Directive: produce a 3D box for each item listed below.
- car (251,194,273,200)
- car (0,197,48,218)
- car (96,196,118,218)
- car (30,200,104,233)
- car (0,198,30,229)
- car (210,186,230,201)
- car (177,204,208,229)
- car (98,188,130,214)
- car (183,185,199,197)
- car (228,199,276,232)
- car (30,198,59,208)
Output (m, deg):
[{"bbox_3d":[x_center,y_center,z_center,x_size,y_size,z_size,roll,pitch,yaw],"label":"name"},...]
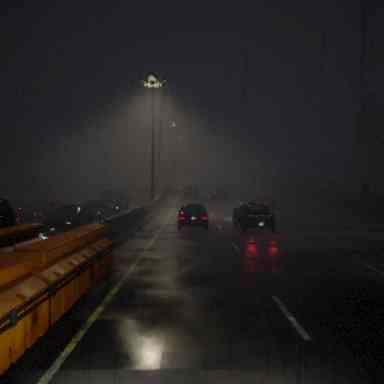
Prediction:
[{"bbox_3d":[6.888,0.906,32.682,1.994,1.385,4.181,0,4,0],"label":"car"},{"bbox_3d":[-14.088,1.216,27.995,1.895,1.301,4.718,0,3,0],"label":"car"},{"bbox_3d":[-7.070,1.338,24.623,1.812,1.442,4.674,0,2,0],"label":"car"},{"bbox_3d":[-7.072,1.456,19.592,2.033,1.411,5.357,0,1,0],"label":"car"},{"bbox_3d":[-7.092,1.196,9.353,2.150,2.045,5.566,0,0,0],"label":"car"},{"bbox_3d":[3.414,-0.018,41.028,2.097,1.767,4.553,0,6,0],"label":"car"},{"bbox_3d":[0.051,1.437,20.789,2.033,1.411,5.357,0,1,0],"label":"car"},{"bbox_3d":[-7.100,0.722,30.082,2.150,2.045,5.566,0,3,0],"label":"car"},{"bbox_3d":[-0.091,-0.191,44.119,1.837,1.490,4.892,0,7,0],"label":"car"},{"bbox_3d":[3.556,1.406,19.561,2.128,1.511,4.902,0,1,0],"label":"car"},{"bbox_3d":[-10.564,1.285,23.485,1.882,1.535,5.008,0,2,0],"label":"car"}]
